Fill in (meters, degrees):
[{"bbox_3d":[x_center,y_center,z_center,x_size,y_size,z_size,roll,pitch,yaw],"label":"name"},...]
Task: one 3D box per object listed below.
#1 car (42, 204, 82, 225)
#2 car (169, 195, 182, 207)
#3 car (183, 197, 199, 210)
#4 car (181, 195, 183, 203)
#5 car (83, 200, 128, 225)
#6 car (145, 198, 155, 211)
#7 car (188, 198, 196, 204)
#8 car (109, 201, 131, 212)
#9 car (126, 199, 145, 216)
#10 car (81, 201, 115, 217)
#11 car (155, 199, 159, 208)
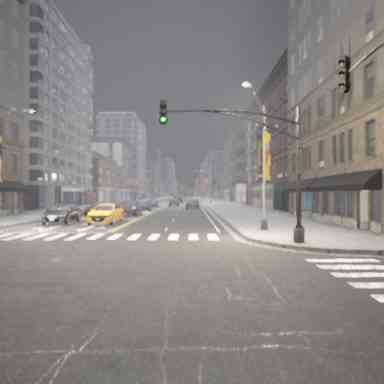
[{"bbox_3d":[-9.895,1.657,25.608,2.128,1.511,4.902,0,0,-3],"label":"car"},{"bbox_3d":[-3.237,1.887,61.003,1.837,1.490,4.892,0,0,0],"label":"car"},{"bbox_3d":[0.091,1.802,49.435,2.128,1.511,4.902,0,0,0],"label":"car"},{"bbox_3d":[-3.265,1.722,80.598,2.150,2.045,5.566,0,0,0],"label":"car"},{"bbox_3d":[-6.594,1.643,25.733,1.882,1.535,5.008,0,0,0],"label":"car"},{"bbox_3d":[-6.508,1.847,44.789,1.994,1.385,4.181,0,0,0],"label":"car"},{"bbox_3d":[-0.015,2.091,80.451,1.895,1.301,4.718,0,0,0],"label":"car"},{"bbox_3d":[-9.758,1.887,45.382,1.895,1.301,4.718,0,0,0],"label":"car"},{"bbox_3d":[-6.564,1.576,34.997,2.097,1.767,4.553,0,0,0],"label":"car"},{"bbox_3d":[-9.818,1.773,35.354,2.033,1.411,5.357,0,0,1],"label":"car"},{"bbox_3d":[-6.510,1.848,54.872,1.837,1.490,4.892,0,0,0],"label":"car"}]
